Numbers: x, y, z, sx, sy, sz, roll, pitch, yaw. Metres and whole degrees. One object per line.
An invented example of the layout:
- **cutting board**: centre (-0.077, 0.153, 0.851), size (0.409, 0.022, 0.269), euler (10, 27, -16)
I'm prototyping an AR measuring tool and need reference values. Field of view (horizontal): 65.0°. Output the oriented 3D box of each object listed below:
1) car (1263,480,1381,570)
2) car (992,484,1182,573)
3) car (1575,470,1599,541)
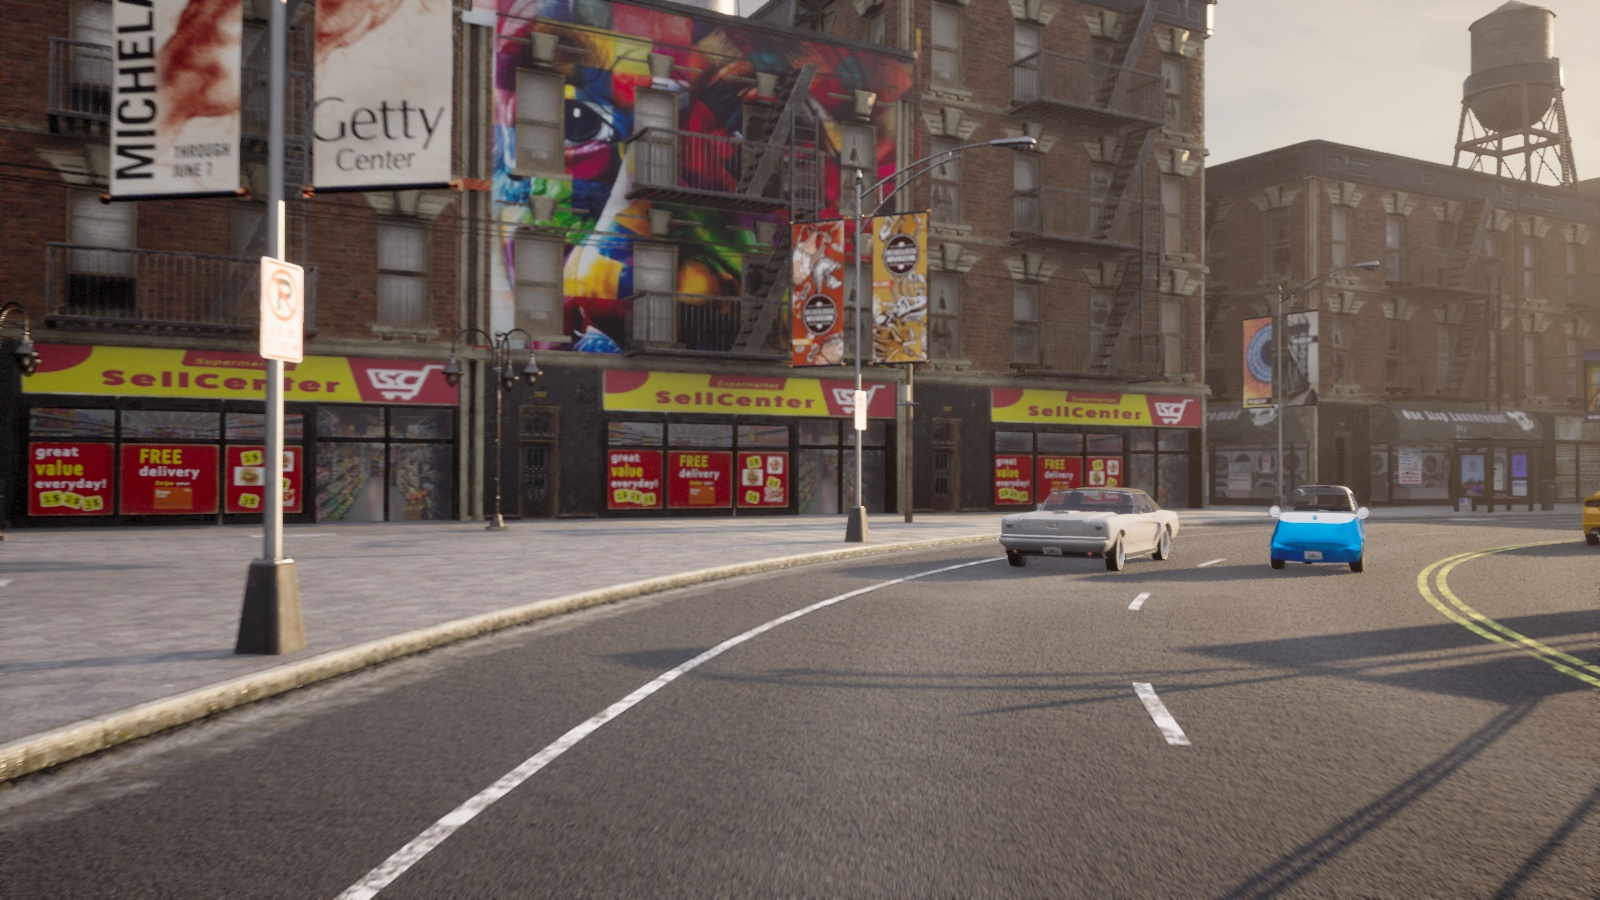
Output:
- **car**: centre (8.635, 1.188, 20.714), size (1.481, 1.376, 2.207), euler (-1, -2, 31)
- **car**: centre (5.045, 1.260, 21.578), size (1.895, 1.301, 4.718), euler (-1, -1, 30)
- **car**: centre (19.417, 1.204, 28.414), size (5.008, 1.535, 1.882), euler (1, -1, -42)
